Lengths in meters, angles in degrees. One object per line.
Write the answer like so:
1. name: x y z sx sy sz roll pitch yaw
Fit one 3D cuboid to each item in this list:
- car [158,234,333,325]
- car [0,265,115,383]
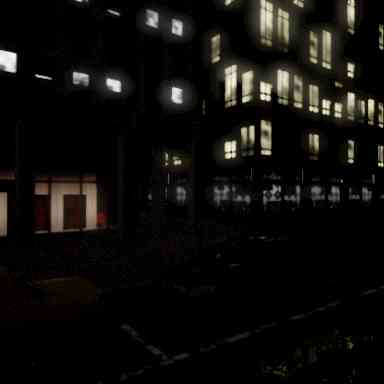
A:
1. car: 1.311 1.584 7.030 4.206 1.307 1.802 0 0 -35
2. car: -3.344 1.525 3.714 4.829 1.417 1.752 0 0 -35
